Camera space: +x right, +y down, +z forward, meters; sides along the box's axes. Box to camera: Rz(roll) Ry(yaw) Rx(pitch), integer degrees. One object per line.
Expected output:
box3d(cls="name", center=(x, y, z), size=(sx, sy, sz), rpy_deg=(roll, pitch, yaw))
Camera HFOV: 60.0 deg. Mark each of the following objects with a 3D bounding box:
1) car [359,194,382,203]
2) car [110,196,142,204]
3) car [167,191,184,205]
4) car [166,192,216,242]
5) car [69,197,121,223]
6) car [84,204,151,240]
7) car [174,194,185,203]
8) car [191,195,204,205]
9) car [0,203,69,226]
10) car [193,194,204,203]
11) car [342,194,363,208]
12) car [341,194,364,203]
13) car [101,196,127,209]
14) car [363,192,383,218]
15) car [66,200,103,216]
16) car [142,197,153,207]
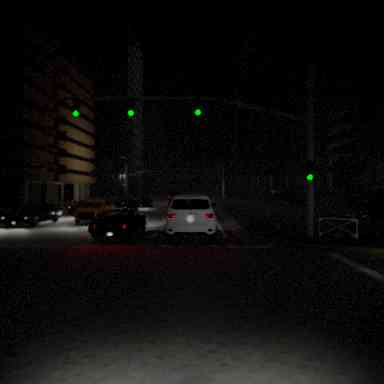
box3d(cls="car", center=(29.440, 1.009, 55.082), size=(1.784, 1.438, 3.905), rpy_deg=(0, 0, 2))
box3d(cls="car", center=(-6.713, 1.331, 33.721), size=(1.837, 1.490, 4.892), rpy_deg=(0, 0, 2))
box3d(cls="car", center=(-2.568, 0.937, 52.705), size=(2.150, 2.045, 5.566), rpy_deg=(0, 0, 2))
box3d(cls="car", center=(-0.014, 1.133, 16.118), size=(2.150, 2.045, 5.566), rpy_deg=(0, 0, 1))
box3d(cls="car", center=(-6.998, 1.356, 24.454), size=(1.882, 1.535, 5.008), rpy_deg=(0, 0, 2))
box3d(cls="car", center=(-3.502, 1.515, 16.597), size=(1.895, 1.301, 4.718), rpy_deg=(0, 0, 1))
box3d(cls="car", center=(-2.287, 1.167, 62.338), size=(1.837, 1.490, 4.892), rpy_deg=(0, 0, 2))
box3d(cls="car", center=(0.952, 1.269, 53.385), size=(1.994, 1.385, 4.181), rpy_deg=(0, 0, 2))
box3d(cls="car", center=(-10.561, 1.443, 22.475), size=(2.033, 1.411, 5.357), rpy_deg=(0, 0, 2))
box3d(cls="car", center=(1.211, 1.134, 62.217), size=(1.882, 1.535, 5.008), rpy_deg=(0, 0, 2))
box3d(cls="car", center=(20.285, 1.138, 40.275), size=(1.970, 1.475, 3.806), rpy_deg=(0, 0, 2))
box3d(cls="car", center=(26.547, 1.045, 55.178), size=(1.970, 1.475, 3.806), rpy_deg=(0, 0, 2))
box3d(cls="car", center=(-9.901, 1.262, 42.541), size=(1.882, 1.535, 5.008), rpy_deg=(0, 0, 2))
box3d(cls="car", center=(14.114, 1.001, 23.054), size=(1.932, 1.855, 4.605), rpy_deg=(0, 0, 2))
box3d(cls="car", center=(-10.267, 1.443, 32.063), size=(1.895, 1.301, 4.718), rpy_deg=(0, 0, 2))
box3d(cls="car", center=(-6.330, 1.315, 44.324), size=(2.033, 1.411, 5.357), rpy_deg=(0, 0, 2))
